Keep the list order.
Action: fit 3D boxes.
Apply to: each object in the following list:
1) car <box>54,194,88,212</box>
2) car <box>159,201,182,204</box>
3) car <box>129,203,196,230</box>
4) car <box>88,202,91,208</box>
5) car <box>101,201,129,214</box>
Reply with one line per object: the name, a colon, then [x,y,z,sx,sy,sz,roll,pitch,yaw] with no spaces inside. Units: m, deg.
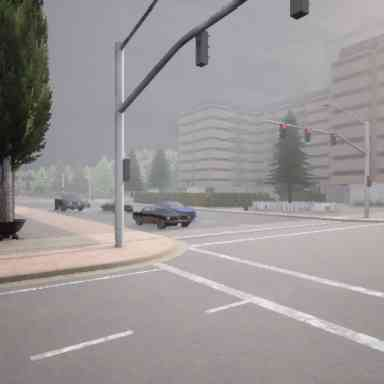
car: [-14.324,1.221,38.430,2.150,2.045,5.566,0,0,-36]
car: [-1.630,1.478,26.809,1.882,1.535,5.008,0,0,-36]
car: [-2.000,1.601,21.318,1.895,1.301,4.718,0,0,-35]
car: [-15.641,1.526,46.281,1.812,1.442,4.674,0,0,-35]
car: [-8.124,1.601,35.812,1.895,1.301,4.718,0,0,-36]
